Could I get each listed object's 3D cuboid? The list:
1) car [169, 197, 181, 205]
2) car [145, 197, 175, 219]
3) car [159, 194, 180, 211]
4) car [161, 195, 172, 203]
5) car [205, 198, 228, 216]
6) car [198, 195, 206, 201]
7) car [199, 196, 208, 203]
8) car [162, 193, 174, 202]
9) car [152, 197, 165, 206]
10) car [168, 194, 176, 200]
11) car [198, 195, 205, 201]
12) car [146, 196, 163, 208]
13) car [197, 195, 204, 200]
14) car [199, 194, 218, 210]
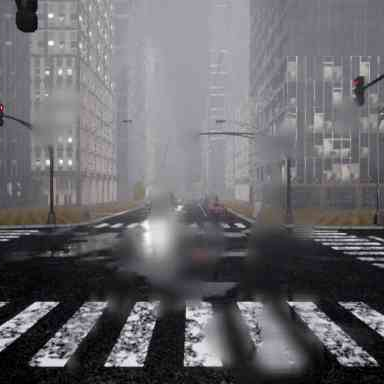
[{"bbox_3d":[-2.911,1.573,58.308,1.895,1.301,4.718,0,0,0],"label":"car"},{"bbox_3d":[-2.906,1.480,28.772,2.128,1.511,4.902,0,0,0],"label":"car"},{"bbox_3d":[-2.920,1.206,38.640,2.150,2.045,5.566,0,0,0],"label":"car"},{"bbox_3d":[-5.454,1.403,70.740,1.967,1.590,4.097,-1,0,0],"label":"car"},{"bbox_3d":[2.465,1.569,32.107,1.802,1.307,4.206,-1,0,0],"label":"car"},{"bbox_3d":[2.408,1.536,81.829,1.802,1.307,4.206,-1,0,0],"label":"car"},{"bbox_3d":[2.428,1.508,70.779,1.887,1.381,4.507,-1,0,0],"label":"car"},{"bbox_3d":[-5.466,1.274,76.265,2.192,1.841,5.009,-1,0,0],"label":"car"},{"bbox_3d":[-5.422,1.557,54.167,1.802,1.307,4.206,-1,0,0],"label":"car"},{"bbox_3d":[-5.494,1.384,92.838,1.967,1.590,4.097,-1,0,0],"label":"car"},{"bbox_3d":[2.397,1.474,87.523,1.752,1.417,4.829,-1,0,0],"label":"car"},{"bbox_3d":[-5.414,1.419,48.642,1.967,1.590,4.097,-1,0,0],"label":"car"},{"bbox_3d":[2.388,1.489,92.877,1.887,1.381,4.507,-1,0,0],"label":"car"},{"bbox_3d":[2.462,1.297,43.157,2.192,1.841,5.009,-1,0,0],"label":"car"}]
